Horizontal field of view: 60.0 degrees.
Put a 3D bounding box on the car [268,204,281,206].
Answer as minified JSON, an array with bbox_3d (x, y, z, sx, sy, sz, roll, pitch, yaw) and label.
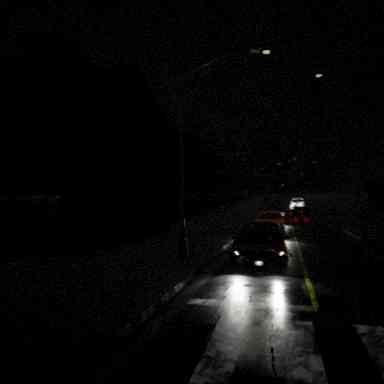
[{"bbox_3d":[7.950,2.024,32.046,2.097,1.767,4.553,-2,-1,15],"label":"car"}]

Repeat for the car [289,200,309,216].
[{"bbox_3d":[13.455,2.167,41.180,2.128,1.511,4.902,-2,-1,16],"label":"car"}]

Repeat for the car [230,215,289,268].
[{"bbox_3d":[2.641,1.864,12.851,2.033,1.411,5.357,-2,-2,13],"label":"car"}]

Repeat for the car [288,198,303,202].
[{"bbox_3d":[16.050,1.903,50.873,2.150,2.045,5.566,-2,0,15],"label":"car"}]

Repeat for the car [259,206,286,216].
[{"bbox_3d":[5.285,1.991,22.351,1.882,1.535,5.008,-2,-2,15],"label":"car"}]
